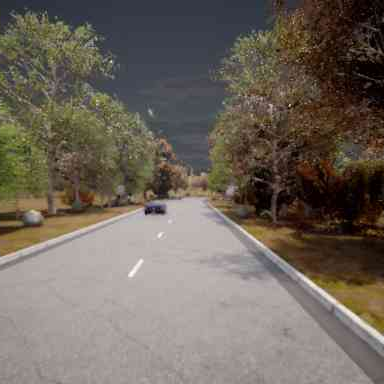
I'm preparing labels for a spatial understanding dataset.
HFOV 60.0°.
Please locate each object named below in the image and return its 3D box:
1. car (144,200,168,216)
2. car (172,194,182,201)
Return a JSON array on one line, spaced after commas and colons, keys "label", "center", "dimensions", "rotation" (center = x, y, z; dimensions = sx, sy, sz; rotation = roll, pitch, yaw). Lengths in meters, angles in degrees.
[{"label": "car", "center": [-3.334, 1.470, 31.079], "dimensions": [1.895, 1.301, 4.718], "rotation": [0, 0, 0]}, {"label": "car", "center": [-3.222, 1.143, 71.654], "dimensions": [1.812, 1.442, 4.674], "rotation": [0, 0, 0]}]
